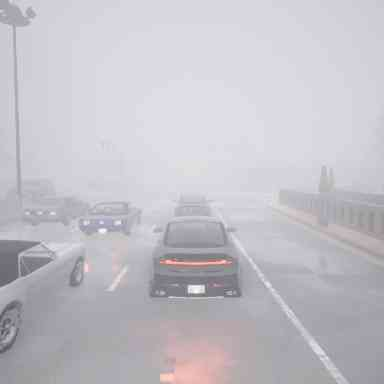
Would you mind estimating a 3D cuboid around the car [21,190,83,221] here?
[{"bbox_3d":[-6.969,0.868,17.683,2.033,1.411,5.357,0,3,0],"label":"car"}]

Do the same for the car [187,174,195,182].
[{"bbox_3d":[-0.408,-3.506,89.684,2.128,1.511,4.902,0,3,0],"label":"car"}]

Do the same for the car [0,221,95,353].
[{"bbox_3d":[-3.421,1.506,5.925,1.895,1.301,4.718,0,2,0],"label":"car"}]

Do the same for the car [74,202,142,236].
[{"bbox_3d":[-3.457,1.078,15.051,1.895,1.301,4.718,0,3,0],"label":"car"}]

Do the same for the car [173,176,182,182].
[{"bbox_3d":[-3.902,-3.433,88.403,1.812,1.442,4.674,0,3,0],"label":"car"}]

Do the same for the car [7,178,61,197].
[{"bbox_3d":[-14.228,-0.189,29.880,2.150,2.045,5.566,0,3,0],"label":"car"}]

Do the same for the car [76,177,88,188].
[{"bbox_3d":[-17.831,-1.483,56.278,1.812,1.442,4.674,0,3,0],"label":"car"}]

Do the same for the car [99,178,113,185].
[{"bbox_3d":[-17.811,-2.225,68.998,1.994,1.385,4.181,0,3,0],"label":"car"}]

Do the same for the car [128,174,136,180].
[{"bbox_3d":[-14.354,-3.098,78.002,2.150,2.045,5.566,0,3,0],"label":"car"}]

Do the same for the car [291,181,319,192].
[{"bbox_3d":[15.021,-0.644,42.392,4.674,1.442,1.812,0,3,2],"label":"car"}]

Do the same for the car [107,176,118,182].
[{"bbox_3d":[-21.407,-3.542,89.341,1.812,1.442,4.674,0,3,0],"label":"car"}]

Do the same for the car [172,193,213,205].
[{"bbox_3d":[0.035,0.838,17.521,1.837,1.490,4.892,0,3,-1],"label":"car"}]

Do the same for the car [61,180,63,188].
[{"bbox_3d":[-17.772,-0.453,39.617,2.033,1.411,5.357,0,3,0],"label":"car"}]

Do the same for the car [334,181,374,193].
[{"bbox_3d":[18.464,-0.474,38.782,5.008,1.535,1.882,0,3,2],"label":"car"}]

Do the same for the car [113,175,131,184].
[{"bbox_3d":[-14.308,-2.212,67.529,1.882,1.535,5.008,0,3,0],"label":"car"}]

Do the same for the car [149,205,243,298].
[{"bbox_3d":[0.070,1.338,8.142,1.837,1.490,4.892,0,2,0],"label":"car"}]

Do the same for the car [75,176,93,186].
[{"bbox_3d":[-21.297,-2.243,65.969,2.097,1.767,4.553,0,3,0],"label":"car"}]

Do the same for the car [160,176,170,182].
[{"bbox_3d":[-7.402,-3.431,88.386,1.812,1.442,4.674,0,3,0],"label":"car"}]

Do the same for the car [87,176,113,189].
[{"bbox_3d":[-14.173,-1.368,51.496,2.097,1.767,4.553,0,4,-2],"label":"car"}]

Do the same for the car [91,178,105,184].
[{"bbox_3d":[-21.343,-2.599,75.881,1.895,1.301,4.718,0,3,0],"label":"car"}]

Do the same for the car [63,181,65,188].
[{"bbox_3d":[-21.317,-1.247,51.591,1.882,1.535,5.008,0,3,0],"label":"car"}]

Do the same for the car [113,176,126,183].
[{"bbox_3d":[-17.874,-3.062,82.355,2.128,1.511,4.902,0,3,0],"label":"car"}]
